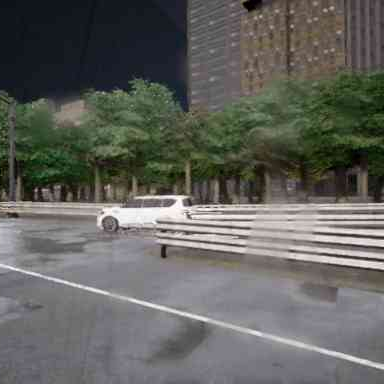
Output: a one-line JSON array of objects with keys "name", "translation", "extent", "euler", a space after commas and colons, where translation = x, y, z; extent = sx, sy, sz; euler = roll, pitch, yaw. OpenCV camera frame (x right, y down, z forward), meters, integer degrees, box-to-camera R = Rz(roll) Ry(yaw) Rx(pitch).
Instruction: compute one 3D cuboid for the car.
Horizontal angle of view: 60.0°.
[{"name": "car", "translation": [-2.457, 1.220, 18.471], "extent": [5.566, 2.045, 2.150], "euler": [0, 0, 15]}]
